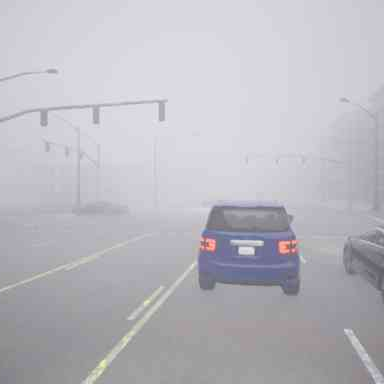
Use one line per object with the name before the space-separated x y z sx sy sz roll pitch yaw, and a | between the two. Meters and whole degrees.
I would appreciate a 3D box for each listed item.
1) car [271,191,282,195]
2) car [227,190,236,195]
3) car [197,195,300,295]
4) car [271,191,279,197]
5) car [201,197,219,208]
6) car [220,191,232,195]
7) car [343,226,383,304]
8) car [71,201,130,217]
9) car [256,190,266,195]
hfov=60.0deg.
car | 19.058 0.684 74.747 2.097 1.767 4.553 0 1 11
car | 9.054 0.487 78.242 2.150 2.045 5.566 0 1 11
car | 1.562 1.219 9.002 2.150 2.045 5.566 0 0 11
car | 21.057 0.582 84.593 1.837 1.490 4.892 0 1 11
car | 2.605 1.451 46.947 1.895 1.301 4.718 0 1 12
car | 5.815 1.145 62.564 2.033 1.411 5.357 0 1 12
car | 4.822 1.489 7.464 2.128 1.511 4.902 0 0 11
car | -8.579 1.535 31.227 5.357 1.411 2.033 0 0 14
car | 15.636 0.880 75.482 1.994 1.385 4.181 0 1 11
